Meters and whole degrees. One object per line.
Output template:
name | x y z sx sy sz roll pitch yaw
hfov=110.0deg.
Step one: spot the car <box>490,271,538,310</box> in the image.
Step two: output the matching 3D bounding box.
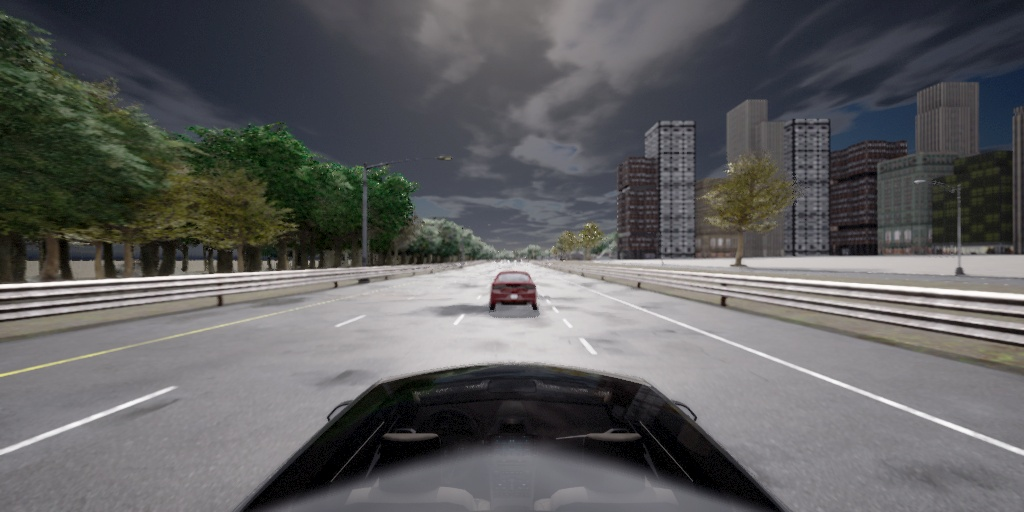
car | 0.051 1.385 15.863 1.882 1.535 5.008 0 0 -1
